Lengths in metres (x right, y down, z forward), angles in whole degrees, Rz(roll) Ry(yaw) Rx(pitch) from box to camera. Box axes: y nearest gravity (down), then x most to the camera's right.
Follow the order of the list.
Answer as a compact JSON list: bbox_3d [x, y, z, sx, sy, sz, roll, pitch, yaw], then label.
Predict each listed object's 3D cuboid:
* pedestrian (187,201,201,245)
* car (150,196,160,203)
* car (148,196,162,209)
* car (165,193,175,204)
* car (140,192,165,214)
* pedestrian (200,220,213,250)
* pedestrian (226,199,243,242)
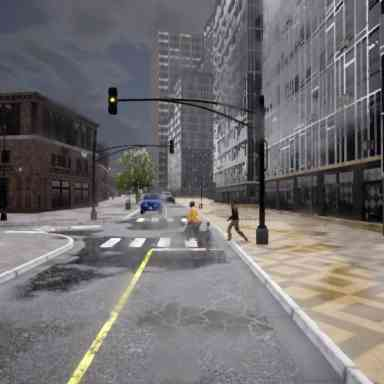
[{"bbox_3d":[0.096,1.296,14.241,0.375,1.860,0.375,1,-1,-2],"label":"pedestrian"},{"bbox_3d":[-7.550,1.548,67.734,1.994,1.385,4.181,0,0,-7],"label":"car"},{"bbox_3d":[-5.259,1.471,47.511,1.882,1.535,5.008,0,1,-6],"label":"car"},{"bbox_3d":[-4.304,1.497,64.333,1.837,1.490,4.892,0,0,-8],"label":"car"},{"bbox_3d":[-4.190,1.218,34.935,2.150,2.045,5.566,0,0,-4],"label":"car"},{"bbox_3d":[0.695,1.676,12.836,0.500,1.100,0.500,1,-1,-2],"label":"pedestrian"},{"bbox_3d":[1.765,1.145,13.831,0.375,1.860,0.375,1,-1,-2],"label":"pedestrian"}]
